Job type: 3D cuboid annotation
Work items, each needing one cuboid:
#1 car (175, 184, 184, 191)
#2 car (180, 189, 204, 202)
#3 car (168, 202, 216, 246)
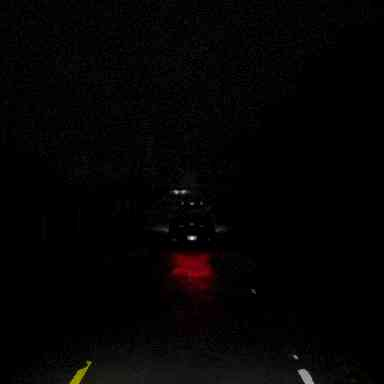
[{"bbox_3d":[-2.749,-1.161,75.981,1.882,1.535,5.008,0,4,0],"label":"car"},{"bbox_3d":[0.001,0.922,29.595,2.097,1.767,4.553,0,2,0],"label":"car"},{"bbox_3d":[0.000,1.407,14.644,1.837,1.490,4.892,0,1,0],"label":"car"}]
